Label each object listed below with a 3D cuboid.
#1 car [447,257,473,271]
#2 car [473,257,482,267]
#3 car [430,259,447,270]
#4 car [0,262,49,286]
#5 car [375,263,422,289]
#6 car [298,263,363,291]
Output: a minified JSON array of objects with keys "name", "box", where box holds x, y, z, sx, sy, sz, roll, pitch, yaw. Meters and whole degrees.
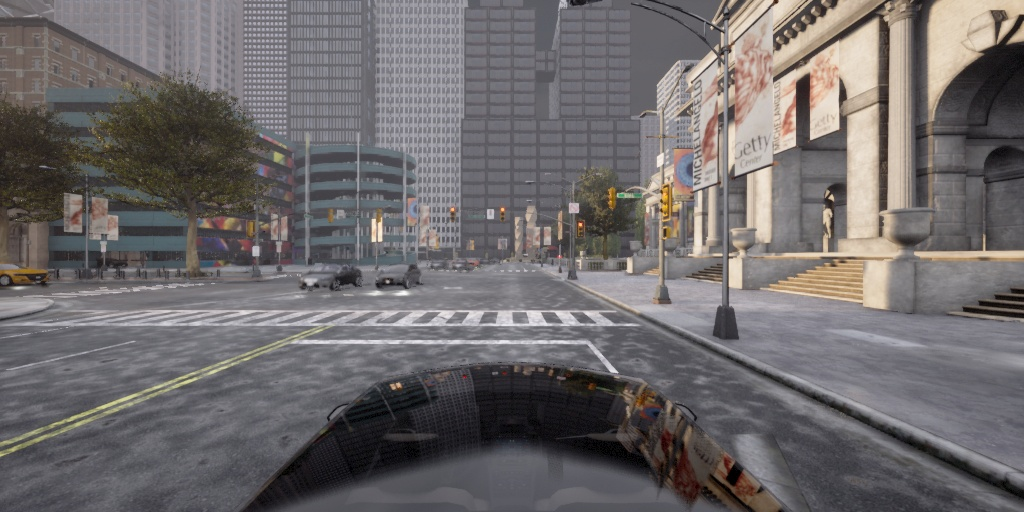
[{"name":"car","box":[-7.017,1.184,49.208,2.128,1.511,4.902,0,0,0]},{"name":"car","box":[-6.984,1.030,62.900,2.097,1.767,4.553,0,0,0]},{"name":"car","box":[-10.523,1.175,52.151,2.128,1.511,4.902,0,0,0]},{"name":"car","box":[-34.048,1.150,23.824,5.008,1.535,1.882,0,0,-1]},{"name":"car","box":[-7.063,1.223,22.802,1.837,1.490,4.892,0,0,0]},{"name":"car","box":[-10.564,1.204,21.234,2.128,1.511,4.902,0,0,0]}]
